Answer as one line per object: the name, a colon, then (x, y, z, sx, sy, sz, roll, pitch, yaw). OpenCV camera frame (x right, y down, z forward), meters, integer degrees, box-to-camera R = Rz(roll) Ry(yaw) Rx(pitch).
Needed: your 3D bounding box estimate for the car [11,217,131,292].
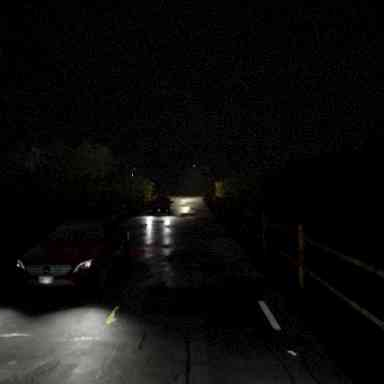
car: (-2.846, 1.443, 8.860, 1.812, 1.442, 4.674, 0, 1, 1)

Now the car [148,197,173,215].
car: (-2.723, 1.231, 29.801, 1.837, 1.490, 4.892, 0, 0, 0)
